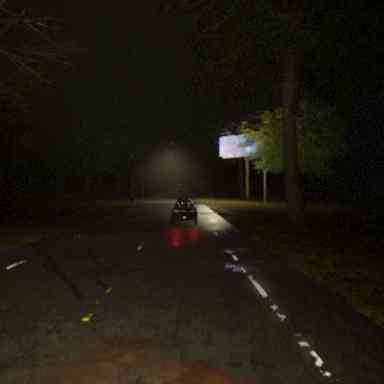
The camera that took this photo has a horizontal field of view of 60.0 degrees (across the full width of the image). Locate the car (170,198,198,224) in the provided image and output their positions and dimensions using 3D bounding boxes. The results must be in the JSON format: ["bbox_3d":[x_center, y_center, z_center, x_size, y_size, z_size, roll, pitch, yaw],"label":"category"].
[{"bbox_3d":[-0.568,1.445,24.189,2.128,1.511,4.902,0,0,-1],"label":"car"}]
